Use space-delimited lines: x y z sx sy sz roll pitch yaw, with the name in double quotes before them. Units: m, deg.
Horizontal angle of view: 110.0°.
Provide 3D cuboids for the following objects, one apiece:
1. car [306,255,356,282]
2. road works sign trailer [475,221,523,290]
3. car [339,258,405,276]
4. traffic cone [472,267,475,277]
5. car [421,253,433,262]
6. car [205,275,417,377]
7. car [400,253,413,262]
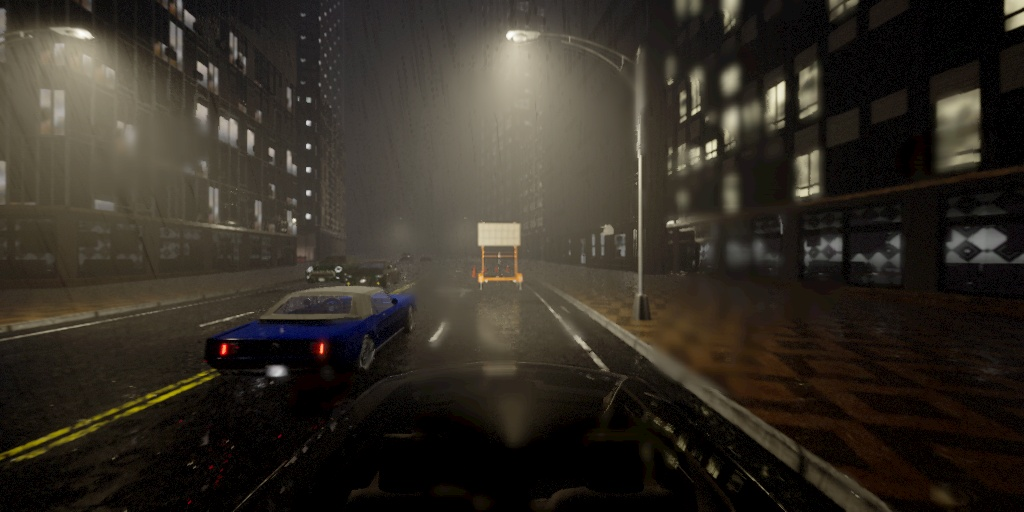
"car" -10.976 0.723 22.489 2.097 1.767 4.553 0 1 -6
"road works sign trailer" -0.707 -0.108 19.600 2.380 3.560 2.880 0 0 -6
"car" -7.445 0.992 19.527 1.994 1.385 4.181 0 1 -5
"traffic cone" -2.785 1.260 26.424 0.340 0.580 0.340 0 0 -6
"car" -14.197 0.254 59.773 2.033 1.411 5.357 0 1 -14
"car" -3.289 1.255 7.148 1.895 1.301 4.718 0 1 -1
"car" -17.961 0.175 61.192 1.837 1.490 4.892 0 1 -14
